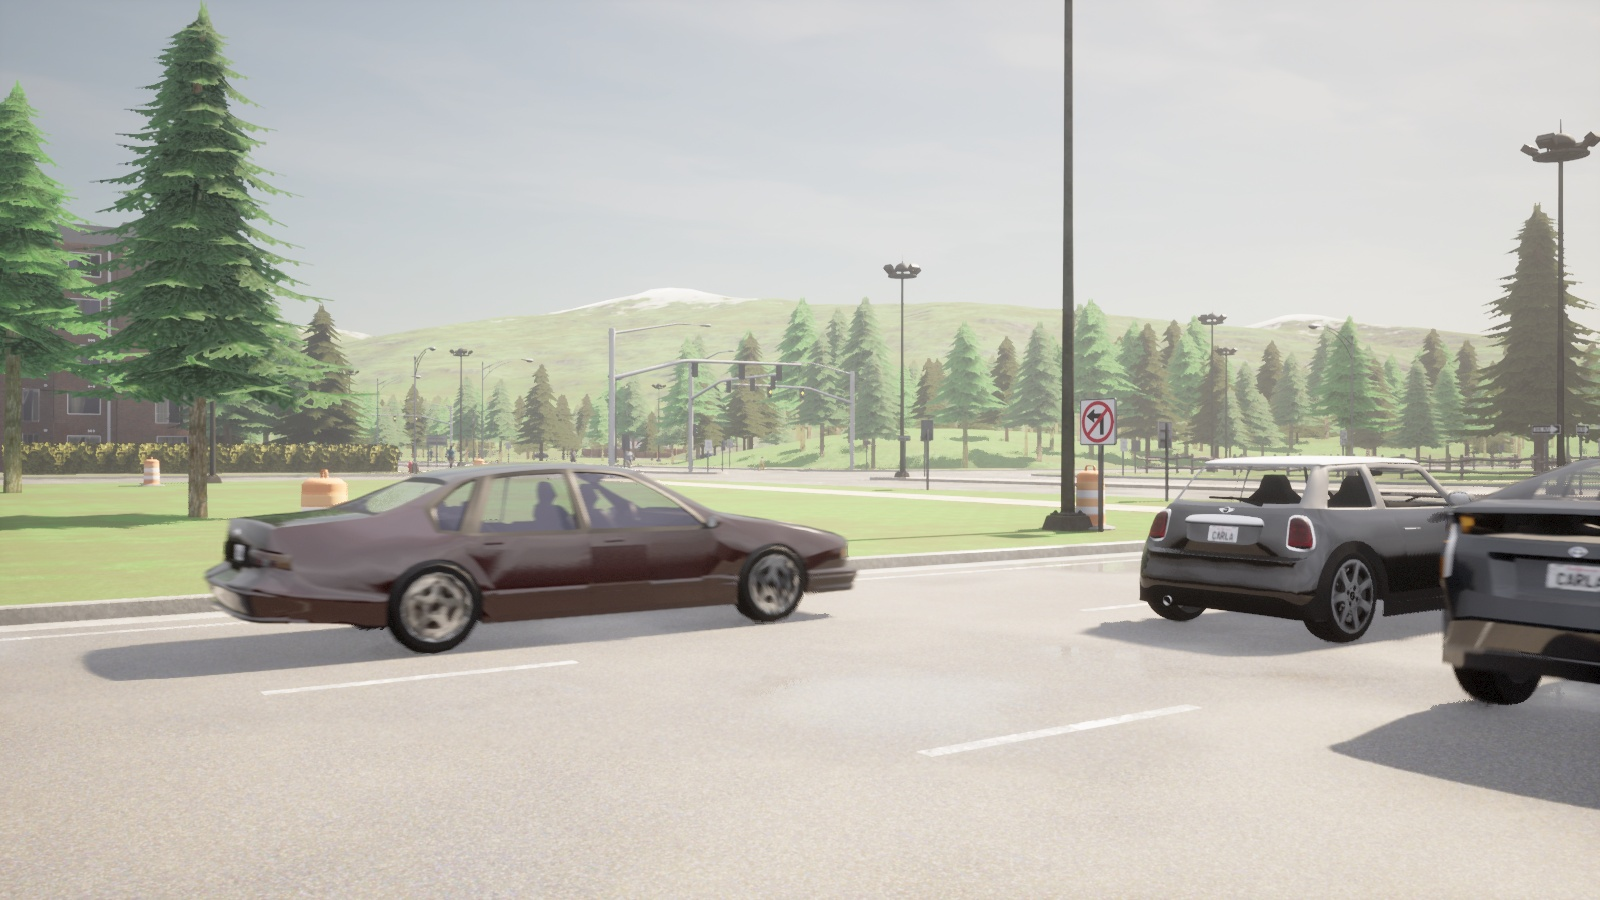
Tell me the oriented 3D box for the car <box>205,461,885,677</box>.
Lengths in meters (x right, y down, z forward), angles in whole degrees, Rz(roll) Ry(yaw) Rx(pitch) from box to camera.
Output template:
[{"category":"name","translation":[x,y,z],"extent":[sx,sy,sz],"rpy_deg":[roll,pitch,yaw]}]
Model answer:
[{"category":"car","translation":[-2.003,0.823,10.793],"extent":[5.357,1.411,2.033],"rpy_deg":[0,0,-35]}]

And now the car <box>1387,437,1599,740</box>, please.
[{"category":"car","translation":[5.809,0.698,7.702],"extent":[4.514,1.525,2.007],"rpy_deg":[0,0,-35]}]

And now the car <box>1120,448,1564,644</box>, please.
[{"category":"car","translation":[4.955,0.727,11.371],"extent":[3.806,1.475,1.970],"rpy_deg":[0,0,-35]}]
